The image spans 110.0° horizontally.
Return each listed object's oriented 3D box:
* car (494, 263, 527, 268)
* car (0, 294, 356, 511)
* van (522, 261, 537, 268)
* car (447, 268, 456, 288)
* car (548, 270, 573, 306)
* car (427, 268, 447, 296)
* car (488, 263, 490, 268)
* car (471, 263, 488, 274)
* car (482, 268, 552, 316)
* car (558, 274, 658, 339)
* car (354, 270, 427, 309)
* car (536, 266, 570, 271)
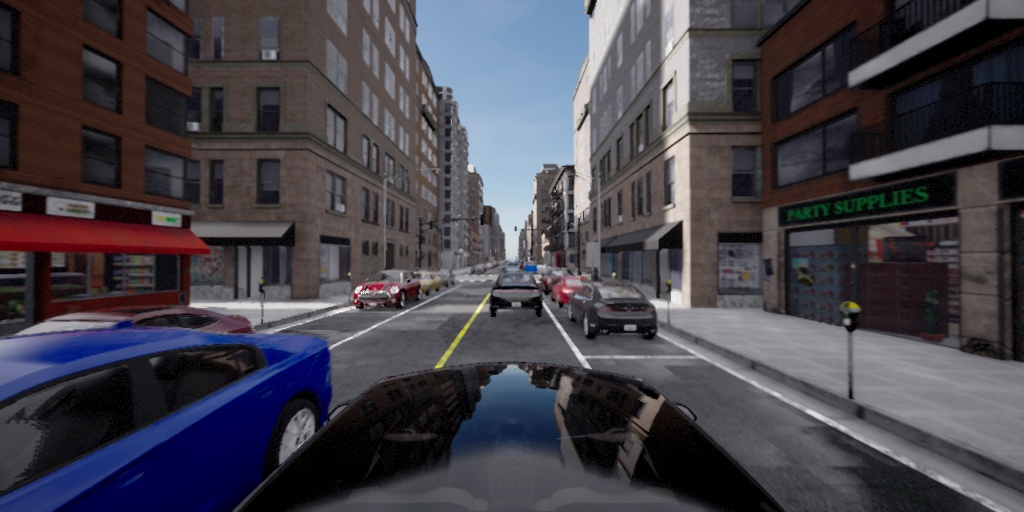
[{"bbox_3d":[-0.175,1.612,30.765,1.812,1.442,4.674,0,-1,-8],"label":"car"},{"bbox_3d":[-2.854,1.228,1.795,1.882,1.535,5.008,0,-1,0],"label":"car"},{"bbox_3d":[2.857,1.693,53.868,1.690,1.789,3.998,0,0,0],"label":"van"},{"bbox_3d":[-5.285,1.590,26.814,2.007,1.370,4.403,0,0,0],"label":"car"},{"bbox_3d":[2.692,1.495,15.751,1.802,1.307,4.207,0,0,0],"label":"car"},{"bbox_3d":[-5.310,1.501,21.126,1.751,1.417,4.829,0,0,0],"label":"car"},{"bbox_3d":[-5.143,1.961,59.575,1.888,1.381,4.507,0,0,0],"label":"car"},{"bbox_3d":[-5.168,1.901,53.893,2.007,1.370,4.403,0,0,0],"label":"car"},{"bbox_3d":[0.149,1.386,14.114,2.128,1.511,4.902,0,-1,0],"label":"car"},{"bbox_3d":[2.669,1.400,10.233,2.007,1.370,4.403,0,0,0],"label":"car"},{"bbox_3d":[-5.333,1.352,15.779,1.967,1.591,4.097,0,0,0],"label":"car"},{"bbox_3d":[2.716,1.417,21.270,1.967,1.591,4.097,0,0,0],"label":"car"}]
